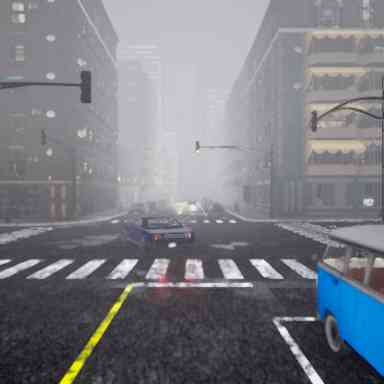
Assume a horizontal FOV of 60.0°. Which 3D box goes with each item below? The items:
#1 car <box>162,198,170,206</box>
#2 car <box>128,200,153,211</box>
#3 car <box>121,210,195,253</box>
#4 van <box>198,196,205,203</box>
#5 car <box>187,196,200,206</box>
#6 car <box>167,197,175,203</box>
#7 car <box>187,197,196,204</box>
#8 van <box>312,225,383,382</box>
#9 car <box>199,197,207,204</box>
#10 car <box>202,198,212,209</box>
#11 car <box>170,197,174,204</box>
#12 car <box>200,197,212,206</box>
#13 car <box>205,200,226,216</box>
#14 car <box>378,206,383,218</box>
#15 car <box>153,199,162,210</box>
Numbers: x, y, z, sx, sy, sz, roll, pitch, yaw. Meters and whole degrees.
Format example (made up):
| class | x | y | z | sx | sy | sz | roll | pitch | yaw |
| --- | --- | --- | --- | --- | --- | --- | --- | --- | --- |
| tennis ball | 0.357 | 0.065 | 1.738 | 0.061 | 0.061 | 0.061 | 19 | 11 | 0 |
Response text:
| class | x | y | z | sx | sy | sz | roll | pitch | yaw |
| --- | --- | --- | --- | --- | --- | --- | --- | --- | --- |
| car | -5.720 | 1.956 | 63.548 | 1.887 | 1.381 | 4.507 | 0 | 0 | 0 |
| car | -5.710 | 1.792 | 35.931 | 1.947 | 1.339 | 4.313 | 0 | 0 | 0 |
| car | -1.673 | 1.689 | 14.355 | 1.895 | 1.301 | 4.718 | 0 | 0 | -25 |
| van | 2.649 | 1.947 | 91.157 | 1.690 | 1.788 | 3.998 | -1 | 0 | 0 |
| car | -0.024 | 1.969 | 64.960 | 2.033 | 1.411 | 5.357 | 0 | 0 | 0 |
| car | -5.731 | 2.129 | 90.995 | 1.752 | 1.417 | 4.829 | 0 | 0 | 0 |
| car | -0.027 | 1.879 | 75.383 | 1.994 | 1.385 | 4.181 | 0 | 0 | 0 |
| van | 2.681 | 1.364 | 3.529 | 1.690 | 1.788 | 3.998 | 0 | 0 | 0 |
| car | 2.654 | 2.054 | 80.278 | 1.752 | 1.417 | 4.829 | 0 | 0 | 0 |
| car | 2.669 | 1.829 | 41.445 | 1.947 | 1.339 | 4.313 | 0 | 0 | 0 |
| car | -5.724 | 2.070 | 74.595 | 1.802 | 1.307 | 4.206 | 0 | 0 | 0 |
| car | 2.665 | 1.882 | 52.492 | 1.887 | 1.381 | 4.507 | 0 | 0 | 0 |
| car | 2.671 | 1.808 | 35.922 | 1.802 | 1.307 | 4.206 | 0 | 0 | 0 |
| car | 15.751 | 1.177 | 23.069 | 5.009 | 1.841 | 2.192 | -1 | 1 | 0 |
| car | -5.714 | 1.865 | 46.978 | 1.947 | 1.339 | 4.313 | 0 | 0 | 0 |
